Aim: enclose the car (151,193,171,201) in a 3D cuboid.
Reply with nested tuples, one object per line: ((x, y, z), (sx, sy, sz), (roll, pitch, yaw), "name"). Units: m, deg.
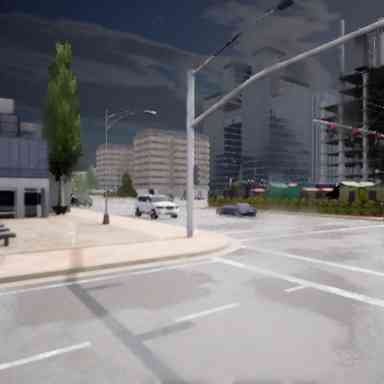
((-7.739, 1.229, 82.280), (4.605, 1.855, 1.932), (0, 0, -34), "car")

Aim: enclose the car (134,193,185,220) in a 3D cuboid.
((-3.214, 1.247, 29.187), (2.150, 2.045, 5.566), (0, 0, -33), "car")

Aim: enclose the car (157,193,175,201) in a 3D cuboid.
((-6.158, 1.231, 79.855), (3.866, 1.878, 1.905), (0, 0, -34), "car")

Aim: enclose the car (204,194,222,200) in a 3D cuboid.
((4.892, 1.228, 63.638), (3.866, 1.878, 1.905), (0, 0, -34), "car")

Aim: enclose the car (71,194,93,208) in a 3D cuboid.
((-16.735, 1.254, 50.386), (2.150, 2.045, 5.566), (0, 0, -32), "car")

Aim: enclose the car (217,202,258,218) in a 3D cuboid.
((4.144, 1.601, 31.034), (1.994, 1.385, 4.181), (0, 0, -33), "car")
